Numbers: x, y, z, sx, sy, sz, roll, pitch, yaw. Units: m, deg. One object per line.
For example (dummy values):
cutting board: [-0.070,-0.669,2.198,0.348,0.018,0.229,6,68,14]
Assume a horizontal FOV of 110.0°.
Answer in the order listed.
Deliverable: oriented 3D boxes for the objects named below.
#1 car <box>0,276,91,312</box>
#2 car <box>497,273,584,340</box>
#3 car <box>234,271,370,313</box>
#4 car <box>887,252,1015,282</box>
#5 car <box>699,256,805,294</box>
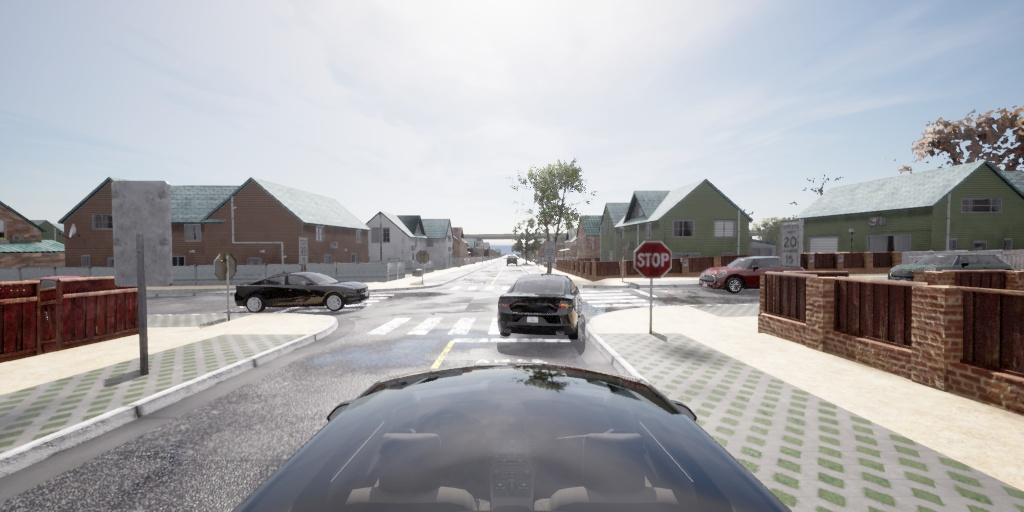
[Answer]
car: [-18.021,1.546,14.623,5.008,1.535,1.882,-1,2,0]
car: [0.958,1.224,10.158,1.882,1.535,5.008,0,0,12]
car: [-8.468,1.376,14.685,5.008,1.535,1.882,-1,2,0]
car: [21.702,0.646,17.838,4.553,1.767,2.097,-1,2,0]
car: [11.807,0.820,17.767,4.553,1.767,2.097,-1,2,0]
